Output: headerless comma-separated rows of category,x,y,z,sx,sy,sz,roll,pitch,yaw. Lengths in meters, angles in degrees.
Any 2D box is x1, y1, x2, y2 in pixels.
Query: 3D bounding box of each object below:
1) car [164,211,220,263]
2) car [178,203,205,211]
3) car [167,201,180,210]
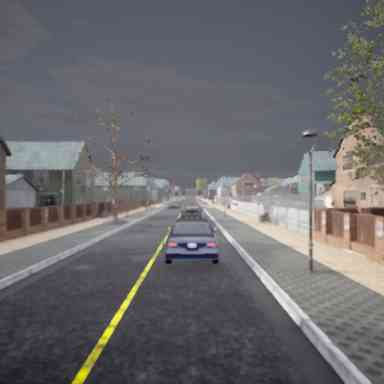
car,0.010,1.685,12.554,2.033,1.411,5.357,0,-1,0
car,0.023,1.812,28.518,1.837,1.490,4.892,0,0,0
car,-2.759,2.117,52.560,1.994,1.385,4.181,0,-1,0
